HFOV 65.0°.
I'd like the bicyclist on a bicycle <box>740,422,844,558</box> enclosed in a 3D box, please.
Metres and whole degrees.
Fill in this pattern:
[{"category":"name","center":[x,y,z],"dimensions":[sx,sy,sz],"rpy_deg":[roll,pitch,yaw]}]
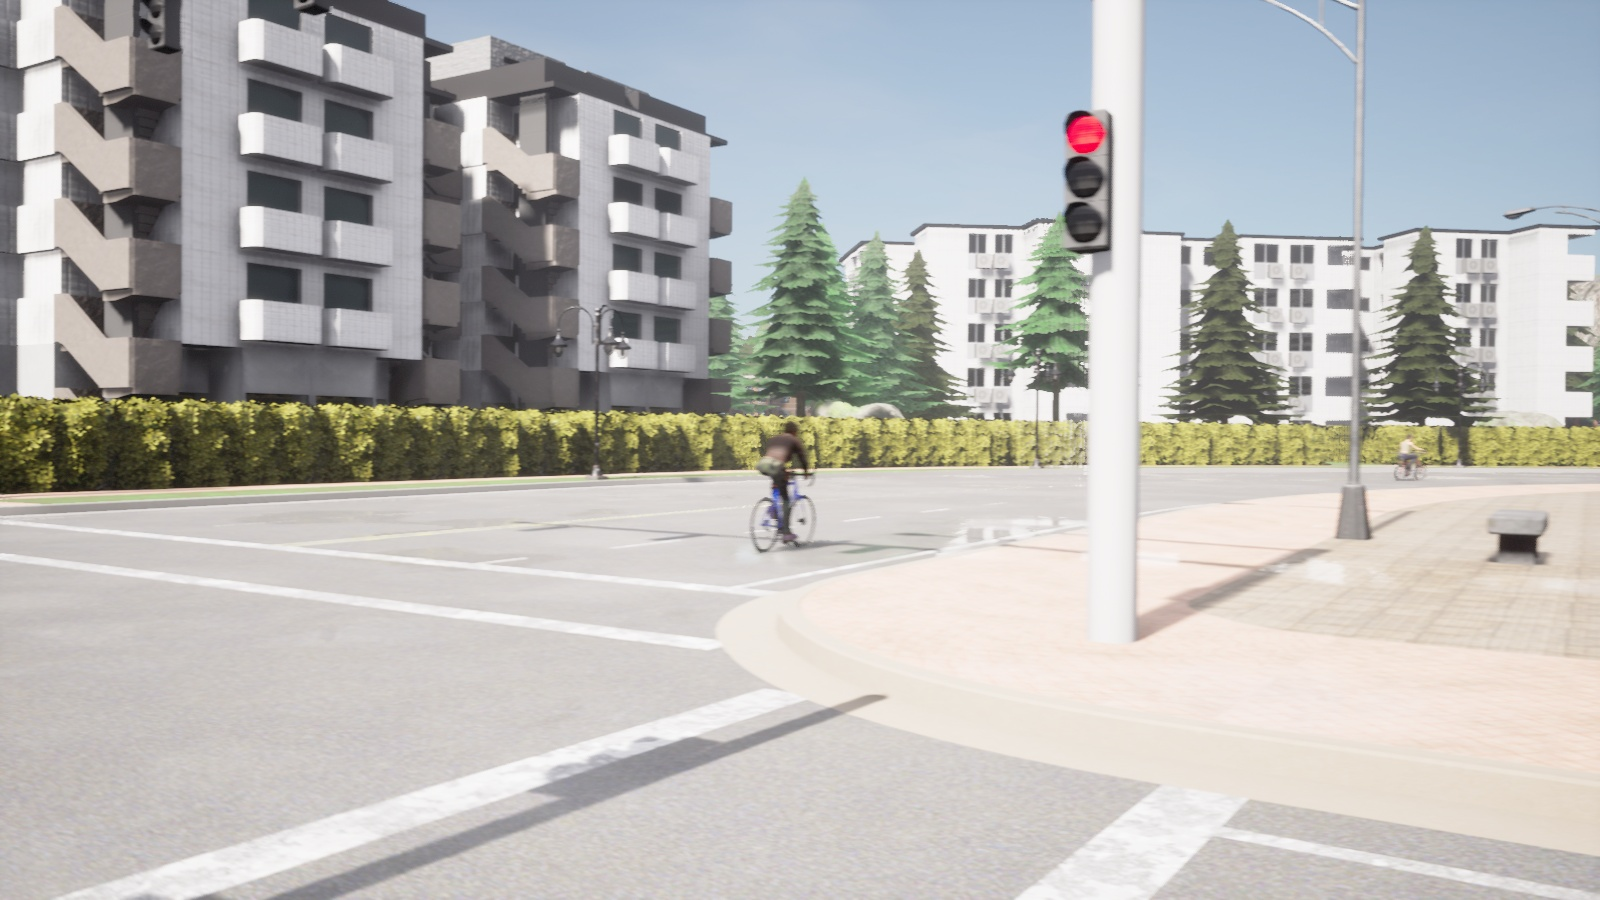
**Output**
[{"category":"bicyclist on a bicycle","center":[-0.077,0.464,15.797],"dimensions":[0.582,1.620,1.656],"rpy_deg":[0,1,28]}]

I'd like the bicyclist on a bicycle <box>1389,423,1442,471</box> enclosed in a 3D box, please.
[{"category":"bicyclist on a bicycle","center":[21.030,-0.128,42.905],"dimensions":[1.509,1.612,0.866],"rpy_deg":[-1,1,-25]}]
